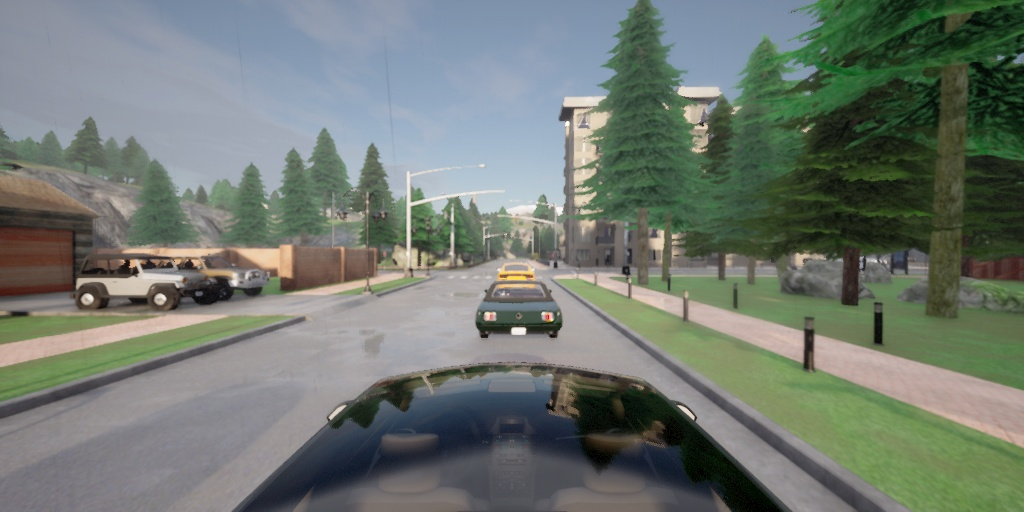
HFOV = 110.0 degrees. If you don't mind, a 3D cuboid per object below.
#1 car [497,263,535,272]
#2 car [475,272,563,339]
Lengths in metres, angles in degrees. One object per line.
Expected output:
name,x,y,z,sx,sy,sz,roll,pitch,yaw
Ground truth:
car,0.221,1.087,19.172,1.882,1.535,5.008,0,0,0
car,0.166,1.286,9.767,1.895,1.301,4.718,0,0,1
